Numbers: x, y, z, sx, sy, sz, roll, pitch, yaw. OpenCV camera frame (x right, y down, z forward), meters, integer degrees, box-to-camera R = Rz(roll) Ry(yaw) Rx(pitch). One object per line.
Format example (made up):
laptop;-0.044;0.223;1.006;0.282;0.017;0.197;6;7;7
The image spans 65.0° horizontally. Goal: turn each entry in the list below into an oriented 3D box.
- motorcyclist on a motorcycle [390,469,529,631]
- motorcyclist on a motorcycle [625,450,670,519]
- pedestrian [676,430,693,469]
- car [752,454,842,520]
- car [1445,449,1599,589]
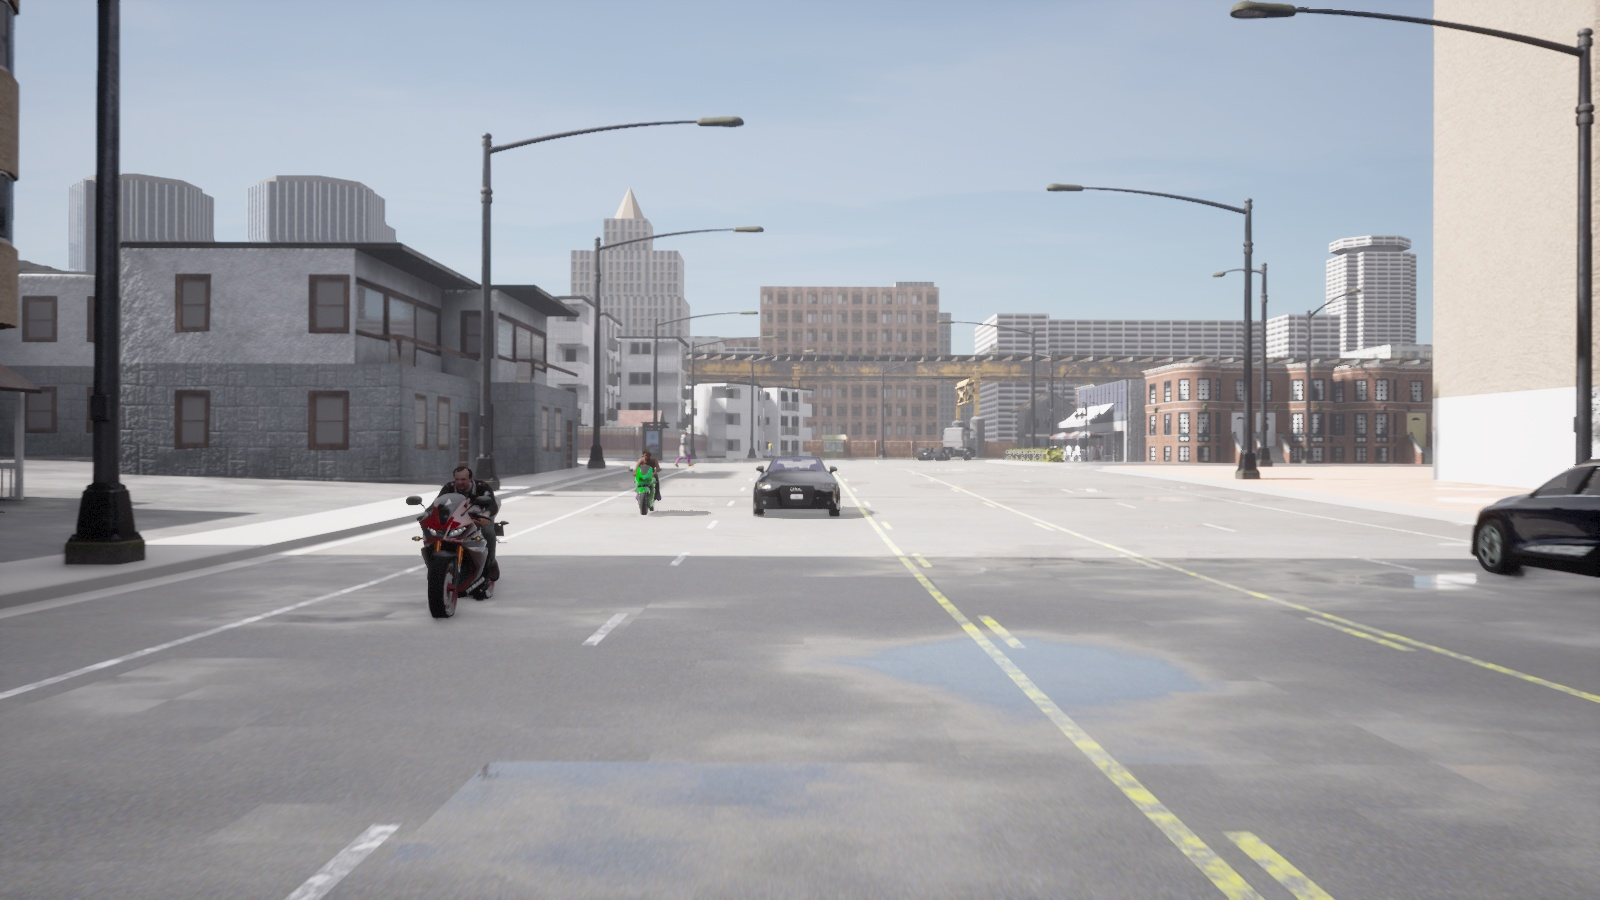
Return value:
motorcyclist on a motorcycle;-3.531;0.980;13.241;0.866;1.530;2.191;0;0;0
motorcyclist on a motorcycle;-3.570;0.773;29.494;0.797;1.523;2.044;0;1;0
pedestrian;-5.889;-0.031;64.131;0.873;1.952;0.659;0;0;-4
car;-0.072;0.829;30.103;1.994;1.385;4.181;0;1;0
car;10.462;0.815;15.958;2.033;1.649;4.856;0;0;0
